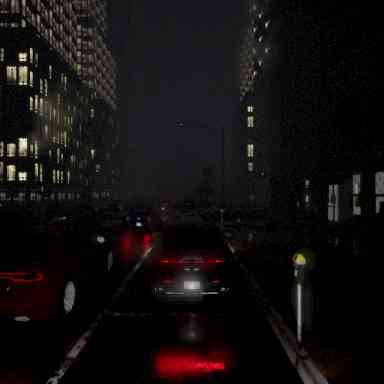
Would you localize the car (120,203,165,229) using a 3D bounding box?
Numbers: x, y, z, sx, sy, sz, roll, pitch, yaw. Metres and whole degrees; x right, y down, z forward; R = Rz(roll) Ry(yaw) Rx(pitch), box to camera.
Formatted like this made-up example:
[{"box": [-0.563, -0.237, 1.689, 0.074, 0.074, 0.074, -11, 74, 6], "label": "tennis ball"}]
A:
[{"box": [-3.083, 1.596, 21.661, 1.895, 1.301, 4.718, 0, 0, 0], "label": "car"}]

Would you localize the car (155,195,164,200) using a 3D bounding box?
[{"box": [-8.832, 1.504, 89.799, 1.947, 1.339, 4.313, 0, 0, 0], "label": "car"}]

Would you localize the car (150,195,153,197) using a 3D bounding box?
[{"box": [-8.832, 1.551, 61.338, 1.802, 1.307, 4.206, 0, 0, 0], "label": "car"}]

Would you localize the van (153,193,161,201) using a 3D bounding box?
[{"box": [-8.831, 1.286, 84.106, 1.690, 1.788, 3.998, 0, 0, 0], "label": "van"}]

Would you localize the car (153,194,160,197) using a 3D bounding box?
[{"box": [-8.832, 1.391, 78.413, 1.967, 1.590, 4.097, 0, 0, 0], "label": "car"}]

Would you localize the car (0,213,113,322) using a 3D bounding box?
[{"box": [-3.146, 1.477, 7.400, 1.882, 1.535, 5.008, 0, 0, 0], "label": "car"}]

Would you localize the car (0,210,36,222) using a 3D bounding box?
[{"box": [-8.833, 1.563, 15.800, 1.947, 1.339, 4.313, 0, 0, 0], "label": "car"}]

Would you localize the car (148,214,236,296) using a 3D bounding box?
[{"box": [0.000, 1.503, 8.649, 1.837, 1.490, 4.892, 0, 0, 0], "label": "car"}]

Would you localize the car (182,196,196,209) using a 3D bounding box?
[{"box": [-0.452, 1.548, 44.248, 1.947, 1.339, 4.313, 0, 0, 0], "label": "car"}]

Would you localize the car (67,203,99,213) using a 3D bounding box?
[{"box": [-8.832, 1.575, 27.183, 1.802, 1.307, 4.206, 0, 0, 0], "label": "car"}]

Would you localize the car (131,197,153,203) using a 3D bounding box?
[{"box": [-6.209, 1.585, 41.878, 1.895, 1.301, 4.718, 0, 0, 0], "label": "car"}]

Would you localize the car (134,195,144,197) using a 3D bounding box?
[{"box": [-8.833, 1.523, 49.953, 1.887, 1.381, 4.507, 0, 0, 0], "label": "car"}]

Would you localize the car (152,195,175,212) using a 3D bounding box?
[{"box": [-3.073, 1.493, 38.179, 1.837, 1.490, 4.892, 0, 1, 0], "label": "car"}]

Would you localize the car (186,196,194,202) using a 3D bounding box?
[{"box": [-0.452, 1.533, 78.399, 1.802, 1.307, 4.206, 0, 0, 0], "label": "car"}]

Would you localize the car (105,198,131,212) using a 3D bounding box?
[{"box": [-8.833, 1.537, 38.569, 2.008, 1.369, 4.403, 0, 0, 0], "label": "car"}]
